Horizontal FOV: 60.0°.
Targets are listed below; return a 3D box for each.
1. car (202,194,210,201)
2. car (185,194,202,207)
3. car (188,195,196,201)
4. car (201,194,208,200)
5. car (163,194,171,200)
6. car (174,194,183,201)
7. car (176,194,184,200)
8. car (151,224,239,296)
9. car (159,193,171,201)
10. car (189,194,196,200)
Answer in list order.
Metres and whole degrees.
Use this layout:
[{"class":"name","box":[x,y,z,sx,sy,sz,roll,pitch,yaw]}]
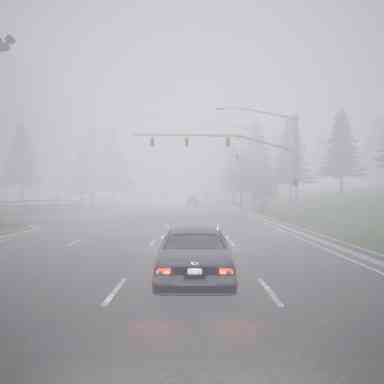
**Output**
[{"class":"car","box":[3.542,1.492,83.481,1.837,1.490,4.892,0,0,0]},{"class":"car","box":[0.024,1.352,52.839,2.097,1.767,4.553,0,0,0]},{"class":"car","box":[0.042,1.531,83.482,2.033,1.411,5.357,0,0,0]},{"class":"car","box":[3.547,1.310,93.901,1.882,1.535,5.008,0,0,0]},{"class":"car","box":[-6.953,1.385,93.906,1.994,1.385,4.181,0,0,0]},{"class":"car","box":[-3.458,1.517,83.901,1.812,1.442,4.674,0,0,0]},{"class":"car","box":[-3.453,1.358,93.904,2.128,1.511,4.902,0,0,0]},{"class":"car","box":[0.071,1.547,8.800,2.033,1.411,5.357,0,0,0]},{"class":"car","box":[-6.958,1.217,83.516,2.150,2.045,5.566,0,0,0]},{"class":"car","box":[0.047,1.310,93.902,1.882,1.535,5.008,0,0,0]}]
